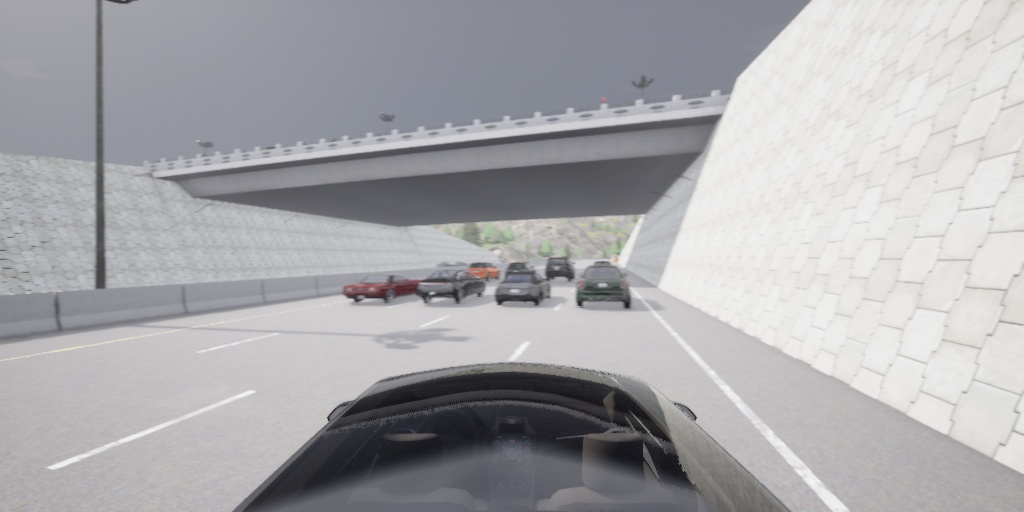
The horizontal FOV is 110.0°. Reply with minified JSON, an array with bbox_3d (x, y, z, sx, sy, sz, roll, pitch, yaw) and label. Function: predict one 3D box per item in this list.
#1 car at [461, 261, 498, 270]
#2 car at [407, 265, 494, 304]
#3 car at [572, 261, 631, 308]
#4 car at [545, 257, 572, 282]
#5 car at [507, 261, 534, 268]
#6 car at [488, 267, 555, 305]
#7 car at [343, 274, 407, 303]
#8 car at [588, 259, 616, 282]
[{"bbox_3d":[-2.571,1.353,32.763,2.097,1.767,4.553,-1,-1,14],"label":"car"},{"bbox_3d":[-2.776,1.393,17.567,2.128,1.511,4.902,-1,0,14],"label":"car"},{"bbox_3d":[3.957,1.139,15.658,2.097,1.767,4.553,-1,-1,14],"label":"car"},{"bbox_3d":[4.199,1.109,31.004,2.150,2.045,5.566,-1,0,14],"label":"car"},{"bbox_3d":[0.823,1.298,31.911,2.097,1.767,4.553,-1,-1,14],"label":"car"},{"bbox_3d":[0.614,1.409,16.698,1.994,1.385,4.181,-1,0,14],"label":"car"},{"bbox_3d":[-6.216,1.556,18.237,1.895,1.301,4.718,-1,0,14],"label":"car"},{"bbox_3d":[7.611,1.187,30.205,2.097,1.767,4.553,-1,-1,14],"label":"car"}]
